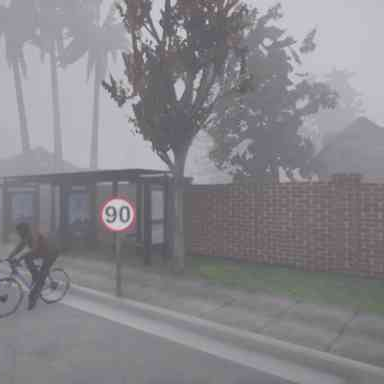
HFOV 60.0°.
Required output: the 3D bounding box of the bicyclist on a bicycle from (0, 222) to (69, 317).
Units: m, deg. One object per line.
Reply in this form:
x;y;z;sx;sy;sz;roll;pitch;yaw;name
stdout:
-3.006;1.385;6.197;0.582;1.620;1.656;0;0;35;bicyclist on a bicycle
